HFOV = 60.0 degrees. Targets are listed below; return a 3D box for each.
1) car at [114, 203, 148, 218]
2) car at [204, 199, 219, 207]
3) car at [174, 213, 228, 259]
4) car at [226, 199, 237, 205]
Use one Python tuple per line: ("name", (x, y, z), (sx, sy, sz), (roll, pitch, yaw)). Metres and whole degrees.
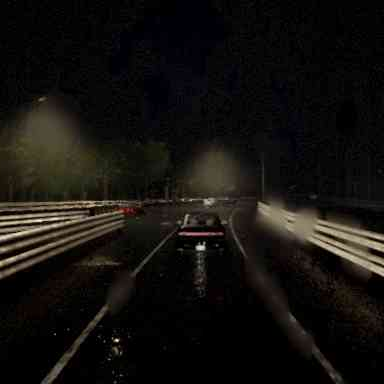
("car", (-6.056, 1.764, 33.482), (1.994, 1.385, 4.181), (0, -1, 19))
("car", (3.552, 2.034, 61.879), (1.812, 1.442, 4.674), (0, -1, 19))
("car", (0.394, 1.577, 13.051), (2.128, 1.511, 4.902), (0, 0, 3))
("car", (9.504, 2.270, 79.469), (2.033, 1.411, 5.357), (0, -1, 19))
